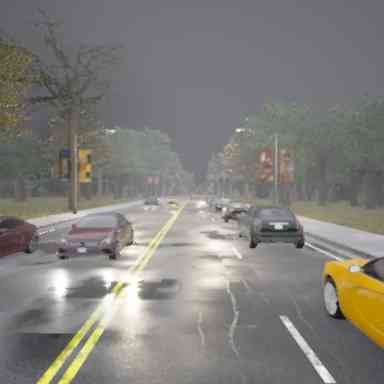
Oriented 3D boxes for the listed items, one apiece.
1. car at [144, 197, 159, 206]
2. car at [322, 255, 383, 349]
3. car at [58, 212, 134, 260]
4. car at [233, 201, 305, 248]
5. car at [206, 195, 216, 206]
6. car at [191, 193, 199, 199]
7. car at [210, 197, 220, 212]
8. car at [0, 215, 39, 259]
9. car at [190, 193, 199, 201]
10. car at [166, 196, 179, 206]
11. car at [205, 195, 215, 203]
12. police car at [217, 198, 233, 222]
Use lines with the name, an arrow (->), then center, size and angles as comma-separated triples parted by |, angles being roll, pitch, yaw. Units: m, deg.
car -> -6.307, 1.468, 52.019 | 1.994, 1.385, 4.181 | 0, 0, 1
car -> 3.355, 1.468, 4.288 | 1.882, 1.535, 5.008 | 0, 0, 0
car -> -3.333, 1.498, 12.414 | 1.812, 1.442, 4.674 | 0, 0, 0
car -> 3.270, 1.321, 14.637 | 2.097, 1.767, 4.553 | 0, 0, 0
car -> 3.464, 1.460, 47.636 | 2.033, 1.411, 5.357 | 0, 0, 1
car -> 0.846, 1.120, 94.779 | 2.097, 1.767, 4.553 | 0, 0, 1
car -> 3.377, 1.530, 36.677 | 1.895, 1.301, 4.718 | 0, 0, 0
car -> -6.587, 1.501, 10.641 | 1.812, 1.442, 4.674 | 0, 0, 0
car -> 0.590, 1.175, 79.074 | 2.097, 1.767, 4.553 | 0, 0, 1
car -> -3.053, 1.382, 52.887 | 1.882, 1.535, 5.008 | 0, 0, 1
car -> 3.708, 1.391, 69.616 | 1.837, 1.490, 4.892 | 0, 0, 1
police car -> 3.312, 1.453, 25.658 | 2.038, 1.542, 4.974 | 0, 0, 0
